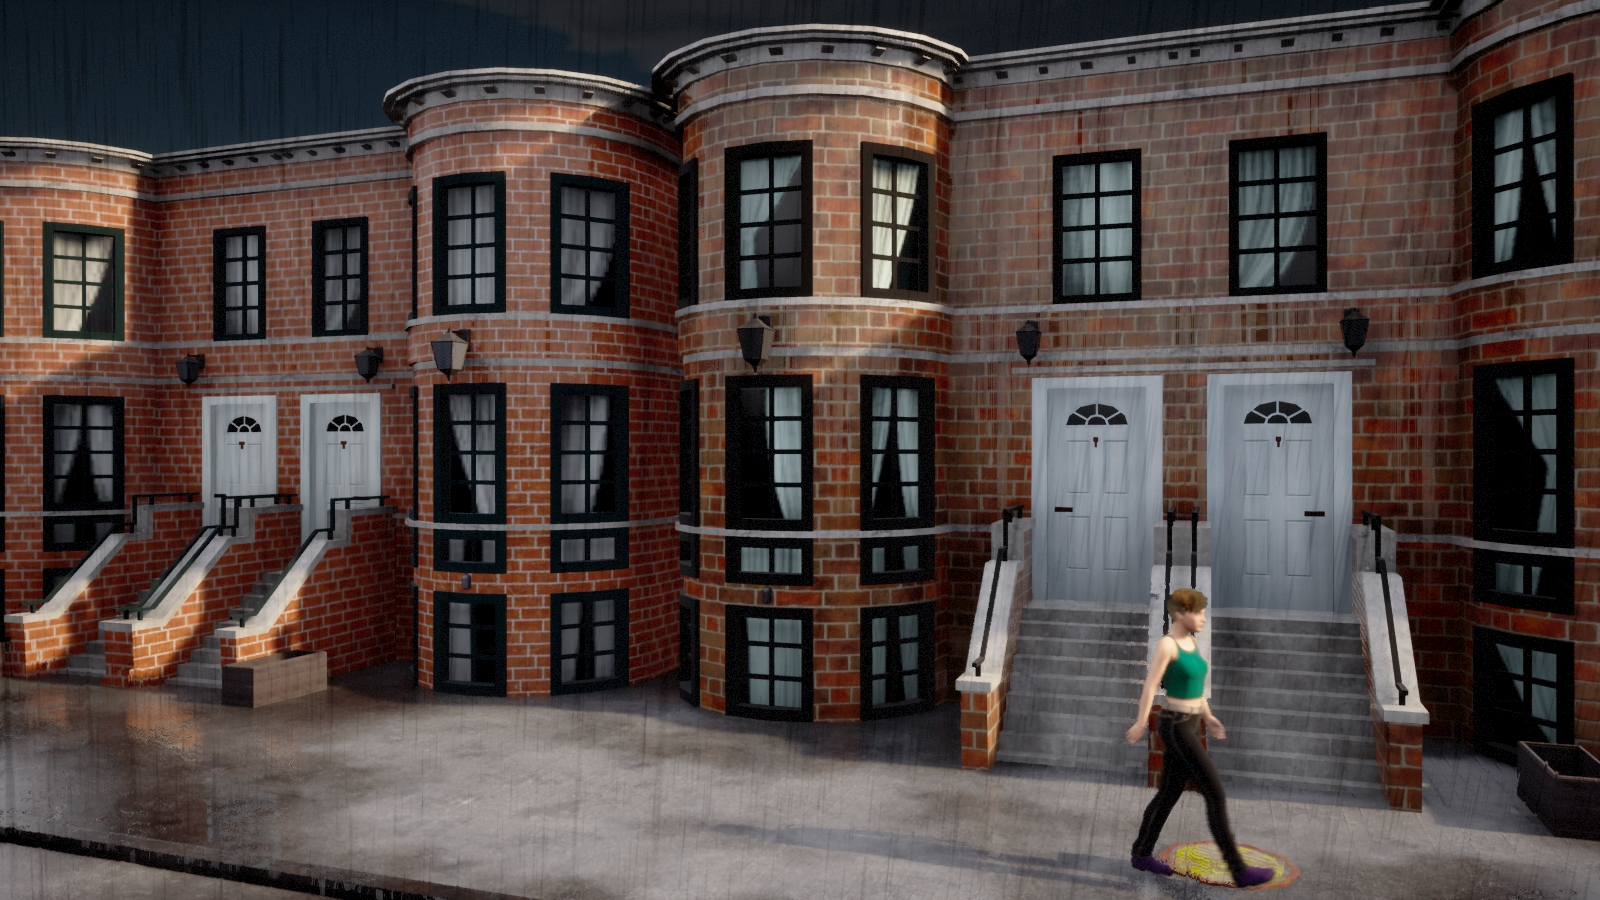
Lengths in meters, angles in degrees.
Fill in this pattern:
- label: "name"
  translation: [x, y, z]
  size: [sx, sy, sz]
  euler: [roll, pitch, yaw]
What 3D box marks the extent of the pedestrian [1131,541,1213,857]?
- label: "pedestrian"
  translation: [2.332, 1.524, 7.152]
  size: [0.375, 1.860, 0.375]
  euler: [0, 0, 40]
